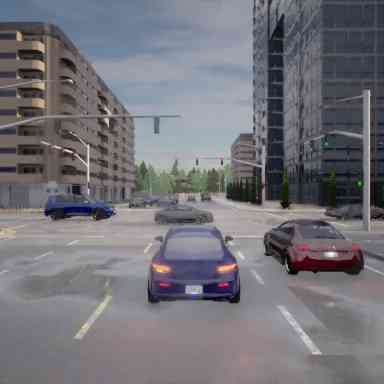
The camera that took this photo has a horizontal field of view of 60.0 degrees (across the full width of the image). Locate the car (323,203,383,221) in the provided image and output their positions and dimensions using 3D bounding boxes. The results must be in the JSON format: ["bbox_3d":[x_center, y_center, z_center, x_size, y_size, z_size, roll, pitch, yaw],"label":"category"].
[{"bbox_3d":[13.594,1.603,26.973,5.357,1.411,2.033,0,0,0],"label":"car"}]

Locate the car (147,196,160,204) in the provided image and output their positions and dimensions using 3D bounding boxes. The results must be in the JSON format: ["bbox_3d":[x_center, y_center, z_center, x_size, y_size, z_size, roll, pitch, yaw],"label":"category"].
[{"bbox_3d":[-7.343,1.478,63.721,1.882,1.535,5.008,0,0,1],"label":"car"}]

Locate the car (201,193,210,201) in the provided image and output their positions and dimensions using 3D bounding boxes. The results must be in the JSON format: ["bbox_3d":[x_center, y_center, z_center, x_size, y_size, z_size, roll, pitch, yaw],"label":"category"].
[{"bbox_3d":[3.468,1.225,87.790,2.150,2.045,5.566,0,0,1],"label":"car"}]

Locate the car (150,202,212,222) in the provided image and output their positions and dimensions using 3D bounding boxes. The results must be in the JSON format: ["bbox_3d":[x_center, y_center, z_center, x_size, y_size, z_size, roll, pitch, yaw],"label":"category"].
[{"bbox_3d":[-0.597,1.588,23.500,4.181,1.385,1.994,0,0,0],"label":"car"}]

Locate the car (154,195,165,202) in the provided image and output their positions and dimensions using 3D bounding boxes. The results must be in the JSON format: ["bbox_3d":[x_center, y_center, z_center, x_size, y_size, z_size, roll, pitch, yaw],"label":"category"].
[{"bbox_3d":[-7.182,1.496,74.080,1.837,1.490,4.892,0,0,1],"label":"car"}]

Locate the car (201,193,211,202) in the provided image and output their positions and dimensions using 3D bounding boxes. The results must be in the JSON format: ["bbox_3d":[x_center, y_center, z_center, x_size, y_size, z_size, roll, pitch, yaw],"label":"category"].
[{"bbox_3d":[3.358,1.355,77.627,2.097,1.767,4.553,0,0,1],"label":"car"}]

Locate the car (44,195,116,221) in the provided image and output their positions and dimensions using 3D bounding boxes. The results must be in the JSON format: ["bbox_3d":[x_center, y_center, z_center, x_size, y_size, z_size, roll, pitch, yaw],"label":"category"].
[{"bbox_3d":[-9.050,1.252,27.016,5.566,2.045,2.150,0,0,0],"label":"car"}]

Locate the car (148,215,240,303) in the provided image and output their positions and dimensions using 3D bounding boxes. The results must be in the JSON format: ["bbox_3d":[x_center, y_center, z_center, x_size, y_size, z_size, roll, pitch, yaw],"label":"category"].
[{"bbox_3d":[0.048,1.526,8.062,1.812,1.442,4.674,0,0,0],"label":"car"}]

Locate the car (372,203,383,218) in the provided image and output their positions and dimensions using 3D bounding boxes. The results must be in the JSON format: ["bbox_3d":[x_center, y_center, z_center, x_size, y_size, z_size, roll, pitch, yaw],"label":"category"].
[{"bbox_3d":[19.462,1.656,30.665,4.718,1.301,1.895,0,0,0],"label":"car"}]

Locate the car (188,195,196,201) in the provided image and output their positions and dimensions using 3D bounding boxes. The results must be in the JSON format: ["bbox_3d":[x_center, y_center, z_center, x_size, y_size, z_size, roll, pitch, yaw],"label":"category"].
[{"bbox_3d":[-0.033,1.525,87.763,2.128,1.511,4.902,0,0,1],"label":"car"}]

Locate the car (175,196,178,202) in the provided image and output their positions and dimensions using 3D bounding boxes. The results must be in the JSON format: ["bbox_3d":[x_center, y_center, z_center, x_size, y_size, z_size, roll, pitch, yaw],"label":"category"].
[{"bbox_3d":[-3.929,1.526,58.460,1.812,1.442,4.674,0,0,1],"label":"car"}]

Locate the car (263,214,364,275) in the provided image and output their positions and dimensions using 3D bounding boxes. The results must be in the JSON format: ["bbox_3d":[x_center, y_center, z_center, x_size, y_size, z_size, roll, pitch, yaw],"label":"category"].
[{"bbox_3d":[3.557,1.564,10.484,1.994,1.385,4.181,0,0,0],"label":"car"}]

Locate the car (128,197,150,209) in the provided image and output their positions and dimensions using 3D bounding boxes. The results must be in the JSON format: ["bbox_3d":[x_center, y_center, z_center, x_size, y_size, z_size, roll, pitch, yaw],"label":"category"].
[{"bbox_3d":[-7.495,1.505,46.012,1.837,1.490,4.892,0,0,1],"label":"car"}]

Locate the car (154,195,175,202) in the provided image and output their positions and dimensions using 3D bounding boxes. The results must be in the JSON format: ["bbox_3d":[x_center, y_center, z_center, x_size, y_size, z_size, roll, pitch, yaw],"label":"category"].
[{"bbox_3d":[-3.984,1.352,48.972,2.097,1.767,4.553,0,0,0],"label":"car"}]

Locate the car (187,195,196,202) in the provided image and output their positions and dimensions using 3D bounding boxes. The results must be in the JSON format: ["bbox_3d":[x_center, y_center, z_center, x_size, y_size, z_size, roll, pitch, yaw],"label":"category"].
[{"bbox_3d":[-0.144,1.540,77.420,2.033,1.411,5.357,0,0,1],"label":"car"}]

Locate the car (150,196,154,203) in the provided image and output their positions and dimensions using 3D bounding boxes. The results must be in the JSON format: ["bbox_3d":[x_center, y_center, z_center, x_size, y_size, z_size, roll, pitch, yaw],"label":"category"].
[{"bbox_3d":[-7.455,1.564,54.906,1.994,1.385,4.181,0,0,2],"label":"car"}]
